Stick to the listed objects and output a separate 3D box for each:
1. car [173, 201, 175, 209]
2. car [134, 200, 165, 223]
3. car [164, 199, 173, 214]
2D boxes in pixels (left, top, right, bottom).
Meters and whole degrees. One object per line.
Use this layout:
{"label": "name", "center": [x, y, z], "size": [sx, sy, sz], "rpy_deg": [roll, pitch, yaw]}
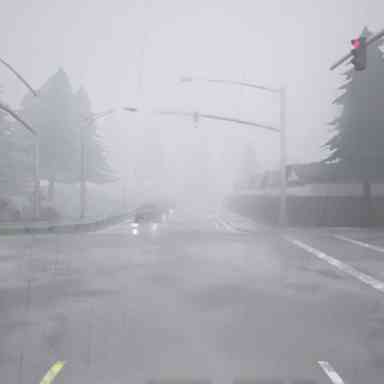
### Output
{"label": "car", "center": [-3.506, 1.787, 48.001], "size": [1.837, 1.490, 4.892], "rpy_deg": [0, 0, 2]}
{"label": "car", "center": [-3.598, 1.669, 27.732], "size": [1.837, 1.490, 4.892], "rpy_deg": [0, 0, 0]}
{"label": "car", "center": [-3.592, 1.786, 37.646], "size": [1.994, 1.385, 4.181], "rpy_deg": [0, 0, 0]}
